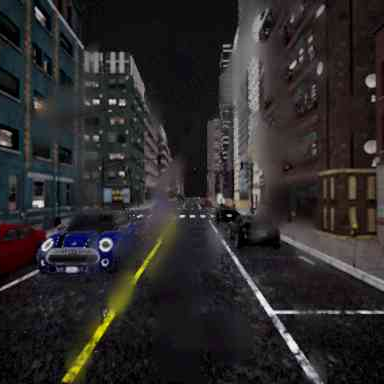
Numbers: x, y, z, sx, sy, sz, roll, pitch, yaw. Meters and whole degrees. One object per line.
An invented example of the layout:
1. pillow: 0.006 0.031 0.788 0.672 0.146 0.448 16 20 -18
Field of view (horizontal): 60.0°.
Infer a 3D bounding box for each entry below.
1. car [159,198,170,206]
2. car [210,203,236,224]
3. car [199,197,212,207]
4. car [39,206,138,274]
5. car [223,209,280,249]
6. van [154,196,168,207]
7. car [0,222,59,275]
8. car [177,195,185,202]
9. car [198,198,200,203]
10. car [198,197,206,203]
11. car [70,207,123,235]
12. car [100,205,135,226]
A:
1. car: -5.733 2.046 69.397 1.887 1.381 4.507 0 0 0
2. car: 2.680 1.746 25.942 1.947 1.339 4.313 0 0 0
3. car: 2.656 1.999 58.346 1.802 1.307 4.206 0 0 0
4. car: -3.104 1.427 10.835 2.097 1.767 4.553 0 0 0
5. car: 2.688 1.669 14.895 1.947 1.339 4.313 0 0 0
6. van: -5.723 1.759 58.343 1.690 1.788 3.998 0 0 0
7. car: -5.689 1.610 9.378 1.887 1.381 4.507 0 0 0
8. car: -3.065 1.832 92.069 2.150 2.045 5.566 0 0 0
9. car: 2.649 1.941 69.403 1.967 1.590 4.097 0 0 0
10. car: 2.637 2.069 85.985 1.967 1.590 4.097 0 0 0
11. car: -5.697 1.708 20.424 1.947 1.339 4.313 0 0 0
12. car: -5.701 1.763 25.947 1.802 1.307 4.206 0 0 0
